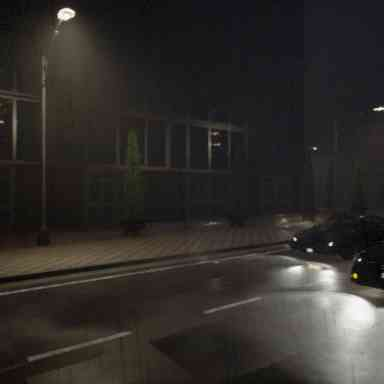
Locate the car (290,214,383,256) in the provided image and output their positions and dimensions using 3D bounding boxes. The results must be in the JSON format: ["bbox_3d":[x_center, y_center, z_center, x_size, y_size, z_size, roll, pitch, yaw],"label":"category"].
[{"bbox_3d":[6.077,1.545,12.543,5.357,1.411,2.033,0,0,-35],"label":"car"}]

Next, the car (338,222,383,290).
[{"bbox_3d":[5.673,1.563,7.987,4.181,1.385,1.994,0,0,-35],"label":"car"}]
